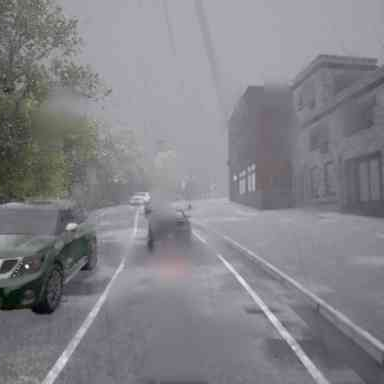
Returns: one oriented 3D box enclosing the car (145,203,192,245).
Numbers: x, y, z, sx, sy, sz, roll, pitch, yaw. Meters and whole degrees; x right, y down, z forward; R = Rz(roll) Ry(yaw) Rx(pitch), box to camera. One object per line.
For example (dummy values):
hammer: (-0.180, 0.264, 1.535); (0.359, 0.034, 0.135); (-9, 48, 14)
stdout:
car: (-1.110, 1.510, 15.577); (1.837, 1.490, 4.892); (1, 0, -7)

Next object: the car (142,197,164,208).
car: (-3.664, 1.493, 33.120); (1.994, 1.385, 4.181); (1, 0, -8)

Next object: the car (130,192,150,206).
car: (-7.978, 1.037, 51.660); (2.150, 2.045, 5.566); (-1, 0, 4)

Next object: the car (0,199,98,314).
car: (-3.751, 1.221, 7.884); (2.150, 2.045, 5.566); (0, 0, -4)
